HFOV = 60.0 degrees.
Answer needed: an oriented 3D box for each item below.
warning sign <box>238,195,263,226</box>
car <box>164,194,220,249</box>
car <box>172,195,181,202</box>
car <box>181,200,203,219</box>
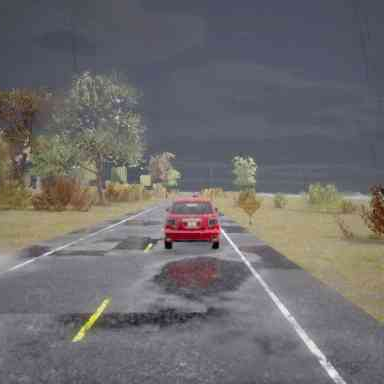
[{"bbox_3d":[3.545,1.114,20.275,1.300,1.860,1.060,0,0,0],"label":"warning sign"},{"bbox_3d":[0.000,1.258,14.679,2.150,2.045,5.566,0,0,0],"label":"car"},{"bbox_3d":[-3.500,1.469,76.637,1.812,1.442,4.674,0,0,0],"label":"car"},{"bbox_3d":[0.000,1.532,29.649,1.812,1.442,4.674,0,0,0],"label":"car"}]
